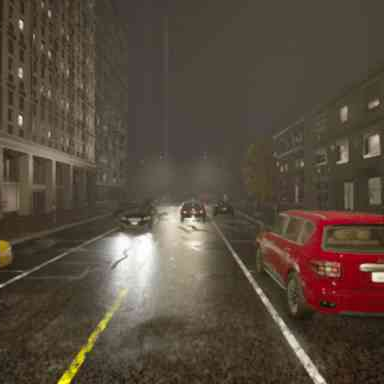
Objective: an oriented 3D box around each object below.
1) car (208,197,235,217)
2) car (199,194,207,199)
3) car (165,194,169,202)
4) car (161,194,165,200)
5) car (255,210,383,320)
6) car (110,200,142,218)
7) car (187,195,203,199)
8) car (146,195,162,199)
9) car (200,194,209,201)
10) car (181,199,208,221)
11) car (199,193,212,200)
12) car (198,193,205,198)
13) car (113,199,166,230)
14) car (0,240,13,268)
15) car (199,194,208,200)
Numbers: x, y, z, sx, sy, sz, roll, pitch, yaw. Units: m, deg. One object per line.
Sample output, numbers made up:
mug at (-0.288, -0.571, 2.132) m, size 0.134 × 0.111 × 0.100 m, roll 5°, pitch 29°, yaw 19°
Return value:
car at (2.700, 1.439, 29.320) m, size 1.947 × 1.339 × 4.313 m, roll 1°, pitch 0°, yaw 0°
car at (2.696, 1.155, 84.778) m, size 1.947 × 1.339 × 4.313 m, roll 1°, pitch 0°, yaw 0°
car at (-5.681, 1.121, 68.137) m, size 1.967 × 1.590 × 4.097 m, roll 1°, pitch 0°, yaw 0°
car at (-5.682, 1.347, 51.500) m, size 1.802 × 1.307 × 4.206 m, roll 1°, pitch 0°, yaw 0°
car at (2.705, 1.286, 7.136) m, size 2.192 × 1.841 × 5.009 m, roll 1°, pitch 0°, yaw 0°
car at (-5.680, 1.439, 29.317) m, size 1.947 × 1.339 × 4.313 m, roll 1°, pitch 0°, yaw 0°
car at (0.096, 1.400, 44.590) m, size 1.895 × 1.301 × 4.718 m, roll 0°, pitch 0°, yaw 0°
car at (-5.681, 1.358, 45.954) m, size 1.947 × 1.339 × 4.313 m, roll 1°, pitch 0°, yaw 0°
car at (2.697, 1.195, 73.688) m, size 1.887 × 1.381 × 4.507 m, roll 1°, pitch 0°, yaw 0°
car at (0.099, 1.488, 26.312) m, size 1.895 × 1.301 × 4.718 m, roll 0°, pitch 0°, yaw 0°
car at (2.702, 1.025, 62.594) m, size 2.192 × 1.841 × 5.009 m, roll 1°, pitch 0°, yaw 0°
car at (2.696, 1.055, 95.438) m, size 1.752 × 1.417 × 4.829 m, roll 1°, pitch 0°, yaw 0°
car at (-3.060, 1.408, 20.238) m, size 2.128 × 1.511 × 4.902 m, roll 0°, pitch 0°, yaw 0°
car at (-5.678, 1.497, 6.964) m, size 1.752 × 1.417 × 4.829 m, roll 1°, pitch 0°, yaw 0°
car at (2.696, 1.186, 79.234) m, size 1.947 × 1.339 × 4.313 m, roll 1°, pitch 0°, yaw 0°
